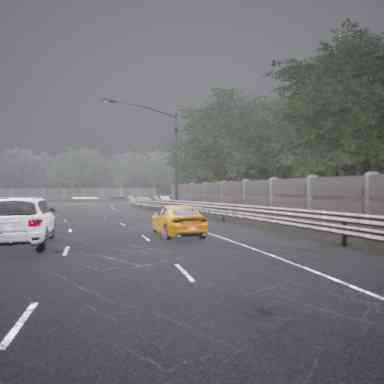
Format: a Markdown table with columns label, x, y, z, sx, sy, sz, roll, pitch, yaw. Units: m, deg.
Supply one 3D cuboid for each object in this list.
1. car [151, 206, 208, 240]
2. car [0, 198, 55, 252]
| label | x | y | z | sx | sy | sz | roll | pitch | yaw |
| --- | --- | --- | --- | --- | --- | --- | --- | --- | --- |
| car | -0.778 | 1.466 | 17.017 | 1.882 | 1.535 | 5.008 | 0 | 0 | -19 |
| car | -7.065 | 1.254 | 13.867 | 2.150 | 2.045 | 5.566 | 0 | 0 | -18 |
